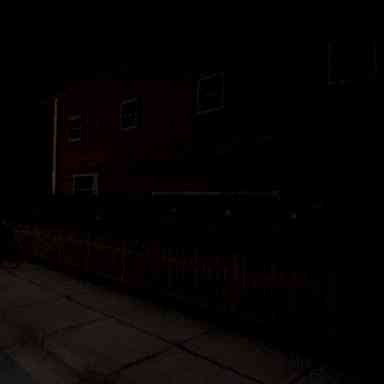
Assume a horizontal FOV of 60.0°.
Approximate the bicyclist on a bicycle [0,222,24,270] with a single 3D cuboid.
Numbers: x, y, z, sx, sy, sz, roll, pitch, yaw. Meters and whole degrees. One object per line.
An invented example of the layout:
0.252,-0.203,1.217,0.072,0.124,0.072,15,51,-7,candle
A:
-5.567,1.439,9.341,0.582,1.620,1.656,0,-3,43,bicyclist on a bicycle
